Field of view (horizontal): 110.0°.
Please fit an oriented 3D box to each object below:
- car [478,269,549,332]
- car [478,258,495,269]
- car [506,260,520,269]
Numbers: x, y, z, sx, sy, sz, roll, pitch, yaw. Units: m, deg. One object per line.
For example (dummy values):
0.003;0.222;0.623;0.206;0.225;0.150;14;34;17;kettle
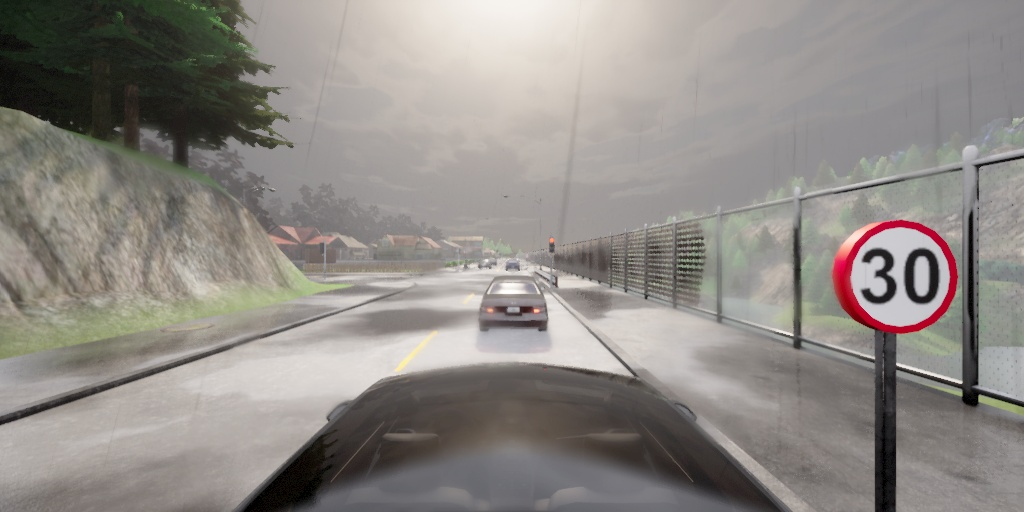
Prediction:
0.052;1.293;10.835;2.033;1.411;5.357;0;0;0;car
-4.065;1.217;53.831;2.128;1.511;4.902;0;0;0;car
0.108;1.253;50.202;1.812;1.442;4.674;0;0;0;car
